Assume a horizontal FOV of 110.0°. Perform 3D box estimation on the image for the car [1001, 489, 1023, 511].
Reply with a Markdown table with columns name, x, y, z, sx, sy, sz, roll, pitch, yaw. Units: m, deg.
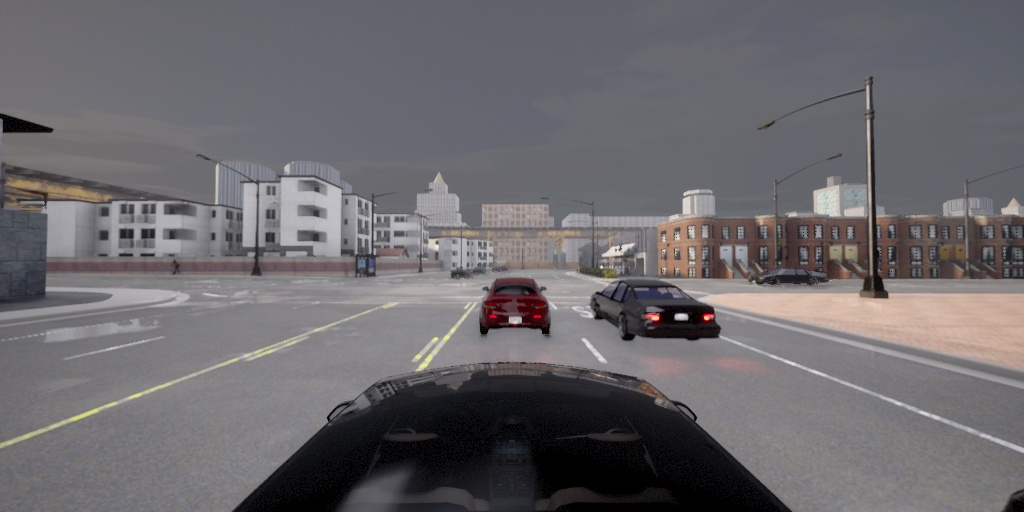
| name | x | y | z | sx | sy | sz | roll | pitch | yaw |
| --- | --- | --- | --- | --- | --- | --- | --- | --- | --- |
| car | 3.601 | 1.308 | 0.126 | 1.994 | 1.385 | 4.181 | 0 | 0 | 0 |

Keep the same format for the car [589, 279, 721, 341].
| name | x | y | z | sx | sy | sz | roll | pitch | yaw |
| --- | --- | --- | --- | --- | --- | --- | --- | --- | --- |
| car | 3.581 | 1.358 | 10.065 | 2.033 | 1.411 | 5.357 | 0 | -1 | 0 |

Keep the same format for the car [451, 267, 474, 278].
| name | x | y | z | sx | sy | sz | roll | pitch | yaw |
| --- | --- | --- | --- | --- | --- | --- | --- | --- | --- |
| car | -6.531 | 2.109 | 45.885 | 1.895 | 1.301 | 4.718 | 0 | -1 | 3 |

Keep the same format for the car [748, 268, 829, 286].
| name | x | y | z | sx | sy | sz | roll | pitch | yaw |
| --- | --- | --- | --- | --- | --- | --- | --- | --- | --- |
| car | 22.066 | 1.666 | 28.706 | 5.357 | 1.411 | 2.033 | 0 | -1 | 1 |

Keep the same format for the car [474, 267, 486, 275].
| name | x | y | z | sx | sy | sz | roll | pitch | yaw |
| --- | --- | --- | --- | --- | --- | --- | --- | --- | --- |
| car | -5.644 | 2.444 | 60.657 | 1.895 | 1.301 | 4.718 | 0 | -1 | 5 |

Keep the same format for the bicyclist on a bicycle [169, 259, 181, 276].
| name | x | y | z | sx | sy | sz | roll | pitch | yaw |
| --- | --- | --- | --- | --- | --- | --- | --- | --- | --- |
| bicyclist on a bicycle | -33.994 | 1.169 | 36.180 | 0.582 | 1.620 | 1.656 | 1 | -1 | -11 |

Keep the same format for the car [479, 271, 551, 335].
| name | x | y | z | sx | sy | sz | roll | pitch | yaw |
| --- | --- | --- | --- | --- | --- | --- | --- | --- | --- |
| car | 0.076 | 1.342 | 10.679 | 1.812 | 1.442 | 4.674 | 0 | 0 | 0 |
